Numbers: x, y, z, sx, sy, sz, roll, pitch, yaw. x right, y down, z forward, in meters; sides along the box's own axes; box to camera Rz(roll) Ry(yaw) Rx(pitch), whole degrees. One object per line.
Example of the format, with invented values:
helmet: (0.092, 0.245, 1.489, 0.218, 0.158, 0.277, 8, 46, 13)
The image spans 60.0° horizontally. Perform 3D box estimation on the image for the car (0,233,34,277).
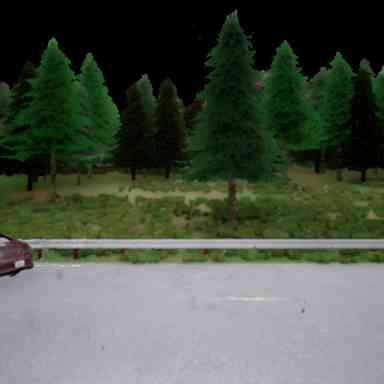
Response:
car: (-6.668, 1.690, 9.137, 4.674, 1.442, 1.812, 0, -1, 14)
